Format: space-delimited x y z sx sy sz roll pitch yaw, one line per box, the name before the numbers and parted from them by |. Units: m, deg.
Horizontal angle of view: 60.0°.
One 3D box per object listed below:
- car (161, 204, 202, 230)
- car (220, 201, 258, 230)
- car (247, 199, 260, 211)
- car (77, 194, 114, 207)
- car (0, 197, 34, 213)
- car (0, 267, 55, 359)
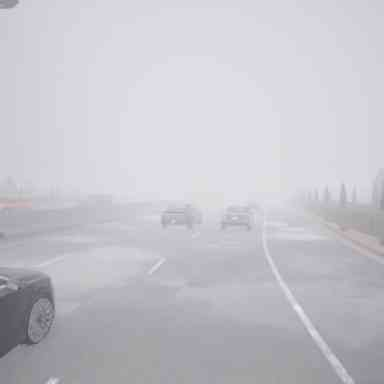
car | -0.572 1.500 21.411 2.128 1.511 4.902 0 0 12
car | 3.003 1.574 21.599 2.033 1.411 5.357 0 0 13
car | 7.590 1.586 42.105 1.812 1.442 4.674 0 0 13
car | -11.158 1.210 38.922 2.150 2.045 5.566 0 0 13
car | -16.697 1.286 30.332 2.097 1.767 4.553 0 0 13
car | -3.187 1.478 3.474 2.128 1.511 4.902 0 0 2
